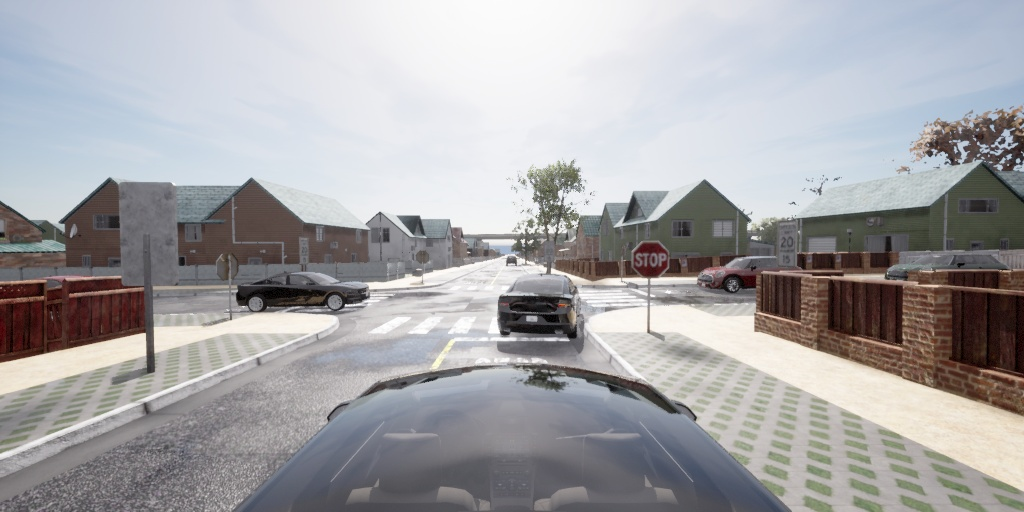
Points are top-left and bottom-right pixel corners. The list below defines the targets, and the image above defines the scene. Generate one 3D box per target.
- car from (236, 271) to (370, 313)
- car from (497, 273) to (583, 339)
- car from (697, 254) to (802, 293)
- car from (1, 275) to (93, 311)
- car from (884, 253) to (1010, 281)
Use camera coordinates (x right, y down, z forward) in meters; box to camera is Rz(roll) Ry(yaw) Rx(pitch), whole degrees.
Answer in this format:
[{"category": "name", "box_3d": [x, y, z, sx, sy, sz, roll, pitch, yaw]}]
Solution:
[{"category": "car", "box_3d": [-8.484, 1.376, 14.786, 5.008, 1.535, 1.882, -1, 2, 0]}, {"category": "car", "box_3d": [0.948, 1.224, 10.270, 1.882, 1.535, 5.008, 0, 0, 12]}, {"category": "car", "box_3d": [11.788, 0.820, 17.893, 4.553, 1.767, 2.097, -1, 2, 0]}, {"category": "car", "box_3d": [-18.036, 1.546, 14.712, 5.008, 1.535, 1.882, -1, 2, 0]}, {"category": "car", "box_3d": [21.683, 0.645, 17.976, 4.553, 1.767, 2.097, -1, 2, 0]}]
